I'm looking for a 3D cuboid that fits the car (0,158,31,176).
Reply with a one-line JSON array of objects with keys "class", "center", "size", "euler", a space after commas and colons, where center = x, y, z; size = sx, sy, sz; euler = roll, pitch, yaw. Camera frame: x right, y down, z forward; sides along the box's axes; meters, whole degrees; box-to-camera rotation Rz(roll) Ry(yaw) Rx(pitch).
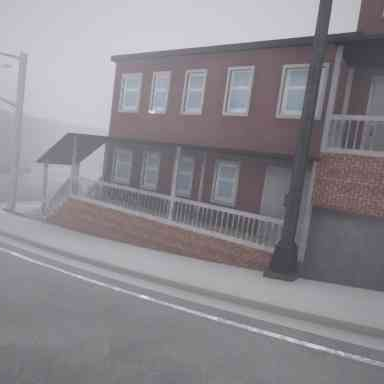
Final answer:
[{"class": "car", "center": [-18.598, -2.391, 32.804], "size": [1.895, 1.301, 4.718], "euler": [11, 6, 34]}]
